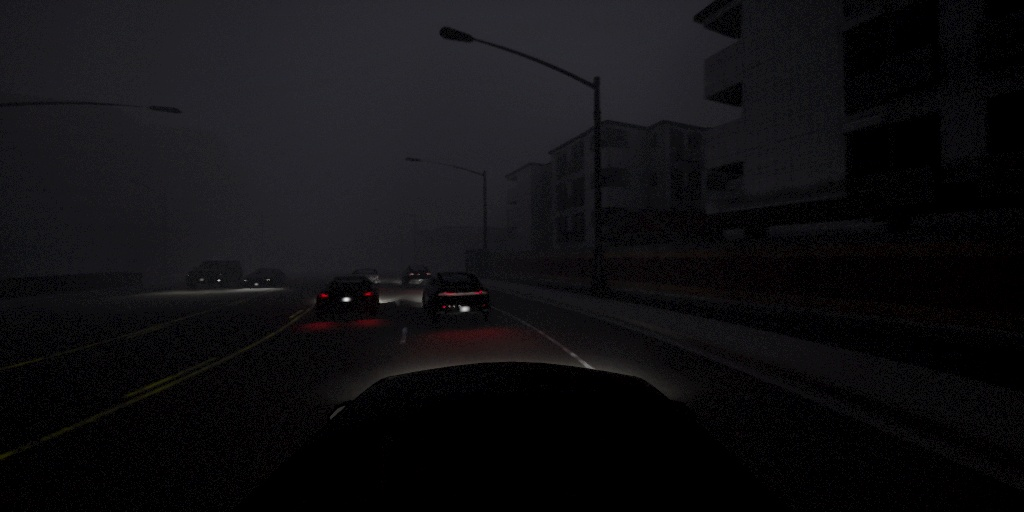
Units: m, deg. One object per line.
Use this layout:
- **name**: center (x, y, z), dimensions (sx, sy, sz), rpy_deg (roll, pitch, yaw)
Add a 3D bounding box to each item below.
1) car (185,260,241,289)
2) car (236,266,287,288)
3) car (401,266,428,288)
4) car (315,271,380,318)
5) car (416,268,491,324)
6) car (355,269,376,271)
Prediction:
- **car**: center (-22.556, 1.336, 27.505), dimensions (2.150, 2.045, 5.566), rpy_deg (0, -1, -21)
- **car**: center (-18.868, 1.623, 27.640), dimensions (2.033, 1.411, 5.357), rpy_deg (0, 0, -21)
- **car**: center (-6.945, 1.448, 26.160), dimensions (2.128, 1.511, 4.902), rpy_deg (0, 0, -21)
- **car**: center (-6.157, 1.440, 13.785), dimensions (1.994, 1.385, 4.181), rpy_deg (0, -1, -19)
- **car**: center (-2.071, 1.323, 12.572), dimensions (2.128, 1.511, 4.902), rpy_deg (0, 0, -17)
- **car**: center (-11.066, 1.601, 27.181), dimensions (1.895, 1.301, 4.718), rpy_deg (0, 0, -21)
